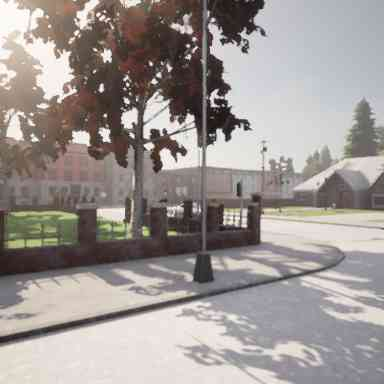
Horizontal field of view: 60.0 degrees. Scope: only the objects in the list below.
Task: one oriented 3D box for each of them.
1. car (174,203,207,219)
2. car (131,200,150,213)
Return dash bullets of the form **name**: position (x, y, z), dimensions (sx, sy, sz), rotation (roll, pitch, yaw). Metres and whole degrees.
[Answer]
- **car**: position (0.202, 1.648, 28.072), dimensions (1.812, 1.442, 4.674), rotation (1, 0, -36)
- **car**: position (-5.687, 1.614, 36.388), dimensions (2.128, 1.511, 4.902), rotation (1, 0, -35)
